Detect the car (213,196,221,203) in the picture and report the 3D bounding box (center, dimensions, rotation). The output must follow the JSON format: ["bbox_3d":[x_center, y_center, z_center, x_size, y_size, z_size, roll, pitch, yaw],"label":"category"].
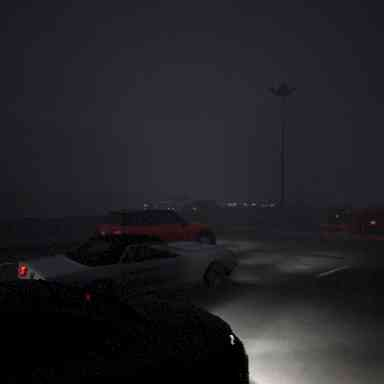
[{"bbox_3d":[6.055,1.829,79.166,1.837,1.490,4.892,0,0,5],"label":"car"}]

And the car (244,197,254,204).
[{"bbox_3d":[12.575,1.816,73.051,1.882,1.535,5.008,0,0,5],"label":"car"}]

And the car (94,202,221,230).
[{"bbox_3d":[-1.259,1.394,12.164,4.553,1.767,2.097,0,0,-40],"label":"car"}]

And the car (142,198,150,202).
[{"bbox_3d":[-4.879,1.486,39.610,2.097,1.767,4.553,0,0,33],"label":"car"}]

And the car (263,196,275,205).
[{"bbox_3d":[15.596,1.689,67.296,2.097,1.767,4.553,0,0,7],"label":"car"}]

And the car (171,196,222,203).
[{"bbox_3d":[0.670,1.471,29.497,2.097,1.767,4.553,0,0,37],"label":"car"}]

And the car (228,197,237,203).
[{"bbox_3d":[9.440,1.866,77.632,2.128,1.511,4.902,0,0,5],"label":"car"}]

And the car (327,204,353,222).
[{"bbox_3d":[12.599,1.690,27.765,1.812,1.442,4.674,0,0,35],"label":"car"}]

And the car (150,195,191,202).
[{"bbox_3d":[-1.898,1.360,37.698,2.150,2.045,5.566,0,0,33],"label":"car"}]

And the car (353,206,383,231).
[{"bbox_3d":[11.834,1.611,20.805,1.882,1.535,5.008,0,0,39],"label":"car"}]

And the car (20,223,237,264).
[{"bbox_3d":[-1.175,1.625,7.596,4.718,1.301,1.895,0,0,-39],"label":"car"}]

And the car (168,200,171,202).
[{"bbox_3d":[-0.072,1.735,34.218,1.895,1.301,4.718,0,0,35],"label":"car"}]

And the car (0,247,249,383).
[{"bbox_3d":[-1.446,1.569,3.056,4.181,1.385,1.994,0,0,-36],"label":"car"}]
